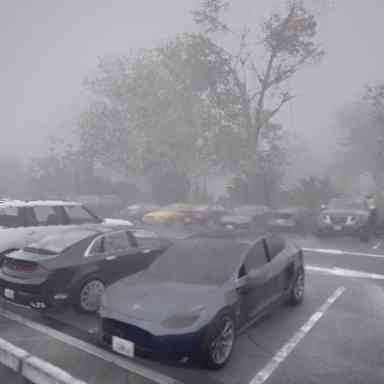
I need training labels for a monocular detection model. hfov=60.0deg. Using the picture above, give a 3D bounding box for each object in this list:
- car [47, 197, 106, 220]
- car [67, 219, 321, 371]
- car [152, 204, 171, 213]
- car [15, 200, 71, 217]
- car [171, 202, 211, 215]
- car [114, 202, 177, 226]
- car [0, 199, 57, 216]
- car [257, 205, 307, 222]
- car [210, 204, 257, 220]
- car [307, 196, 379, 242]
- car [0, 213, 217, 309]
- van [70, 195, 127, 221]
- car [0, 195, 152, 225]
[{"bbox_3d":[-10.176,1.411,29.727,2.185,1.767,4.553,0,0,35],"label":"car"},{"bbox_3d":[0.534,1.502,6.053,2.163,1.488,4.792,0,0,35],"label":"car"},{"bbox_3d":[-1.193,1.499,23.140,1.946,1.575,5.366,0,0,35],"label":"car"},{"bbox_3d":[-14.689,1.606,32.987,2.002,1.452,4.674,0,0,36],"label":"car"},{"bbox_3d":[1.182,1.494,21.671,2.097,1.535,5.008,0,0,35],"label":"car"},{"bbox_3d":[-3.356,1.550,24.904,2.002,1.452,4.674,0,0,35],"label":"car"},{"bbox_3d":[-16.956,1.584,34.609,2.097,1.535,5.008,-1,0,36],"label":"car"},{"bbox_3d":[5.741,1.508,18.471,2.163,1.488,4.792,0,0,35],"label":"car"},{"bbox_3d":[3.437,1.516,20.038,2.163,1.488,4.792,0,0,35],"label":"car"},{"bbox_3d":[7.975,1.221,16.812,2.435,2.045,5.566,0,0,35],"label":"car"},{"bbox_3d":[-1.731,1.479,7.694,2.231,1.521,4.892,0,0,35],"label":"car"},{"bbox_3d":[-7.827,1.300,28.233,1.878,1.987,4.442,0,0,35],"label":"van"},{"bbox_3d":[-4.001,1.235,9.348,2.435,2.045,5.566,0,0,35],"label":"car"}]
